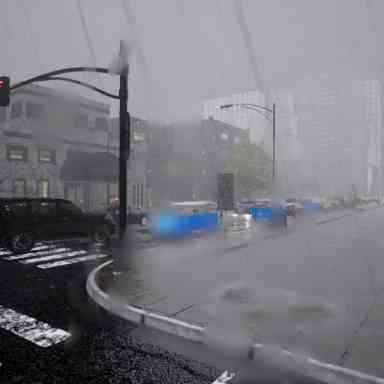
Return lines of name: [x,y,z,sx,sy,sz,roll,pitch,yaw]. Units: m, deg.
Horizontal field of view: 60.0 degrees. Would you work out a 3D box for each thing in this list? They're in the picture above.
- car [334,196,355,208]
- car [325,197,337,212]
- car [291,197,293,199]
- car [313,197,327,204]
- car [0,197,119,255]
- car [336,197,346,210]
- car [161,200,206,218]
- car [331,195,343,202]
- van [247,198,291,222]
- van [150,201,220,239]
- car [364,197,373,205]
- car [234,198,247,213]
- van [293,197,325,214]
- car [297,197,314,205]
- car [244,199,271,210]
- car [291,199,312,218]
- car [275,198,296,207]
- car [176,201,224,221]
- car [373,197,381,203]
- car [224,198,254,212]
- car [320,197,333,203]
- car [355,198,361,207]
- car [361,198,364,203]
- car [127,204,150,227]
car: [22.091,1.497,49.284,2.192,1.841,5.009,0,0,35]
car: [15.850,1.671,40.379,1.752,1.417,4.829,0,0,35]
car: [12.639,1.472,40.304,2.097,1.767,4.553,1,0,35]
car: [27.814,1.728,72.056,1.752,1.417,4.829,0,0,35]
car: [-5.917,1.252,13.901,2.150,2.045,5.566,1,1,42]
car: [18.920,1.729,44.761,1.947,1.339,4.313,0,0,35]
car: [-0.705,1.558,31.358,1.752,1.417,4.829,0,0,35]
car: [37.418,1.712,85.761,1.967,1.590,4.097,0,0,35]
van: [6.246,1.436,26.674,1.690,1.788,3.998,0,0,35]
van: [-0.091,1.406,17.629,1.690,1.788,3.998,0,0,35]
car: [34.764,1.809,67.372,1.887,1.381,4.507,0,0,35]
car: [6.491,1.604,37.084,1.812,1.442,4.674,1,0,35]
van: [12.584,1.469,35.718,1.690,1.788,3.998,0,0,35]
car: [21.574,1.705,63.151,1.887,1.381,4.507,0,0,35]
car: [8.899,1.628,45.064,1.887,1.381,4.507,0,0,35]
car: [9.414,1.655,31.195,1.887,1.381,4.507,0,0,35]
car: [15.237,1.665,54.107,1.887,1.381,4.507,0,0,35]
car: [0.810,1.554,29.001,1.837,1.490,4.892,1,0,35]
car: [44.271,1.899,80.938,1.947,1.339,4.313,0,0,35]
car: [5.732,1.506,40.542,1.967,1.590,4.097,0,0,35]
car: [31.080,1.792,76.717,1.947,1.339,4.313,0,0,35]
car: [25.260,1.516,53.807,2.192,1.841,5.009,0,0,35]
car: [28.525,1.748,58.467,1.752,1.417,4.829,0,0,35]
car: [-4.653,1.528,21.207,1.837,1.490,4.892,1,0,35]
